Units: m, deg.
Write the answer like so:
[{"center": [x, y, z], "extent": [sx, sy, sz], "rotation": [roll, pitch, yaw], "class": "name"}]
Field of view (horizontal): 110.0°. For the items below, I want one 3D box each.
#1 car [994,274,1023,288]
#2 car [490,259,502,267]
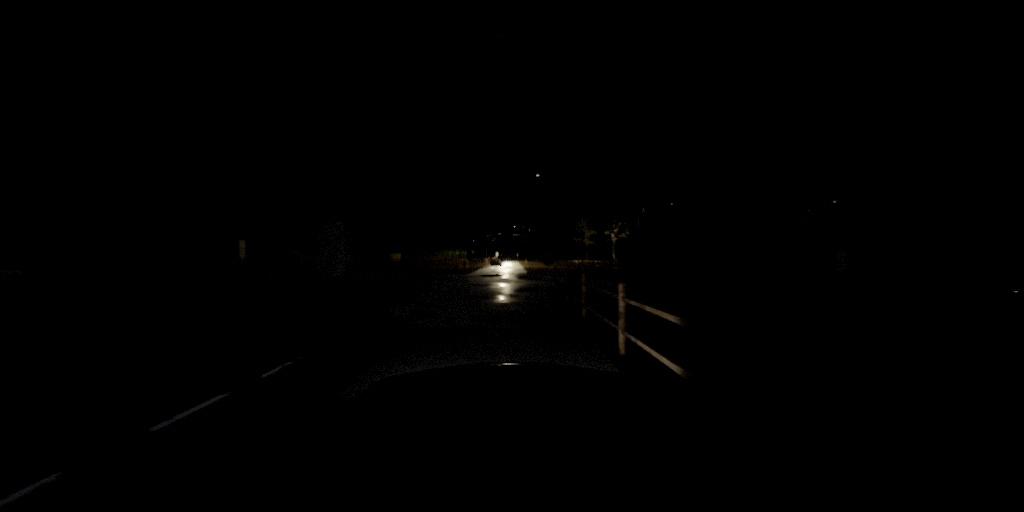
[{"center": [47.154, 2.344, 32.293], "extent": [5.357, 1.411, 2.033], "rotation": [2, 1, 0], "class": "car"}, {"center": [-2.747, 1.176, 62.956], "extent": [2.033, 1.411, 5.357], "rotation": [0, 0, 0], "class": "car"}]
